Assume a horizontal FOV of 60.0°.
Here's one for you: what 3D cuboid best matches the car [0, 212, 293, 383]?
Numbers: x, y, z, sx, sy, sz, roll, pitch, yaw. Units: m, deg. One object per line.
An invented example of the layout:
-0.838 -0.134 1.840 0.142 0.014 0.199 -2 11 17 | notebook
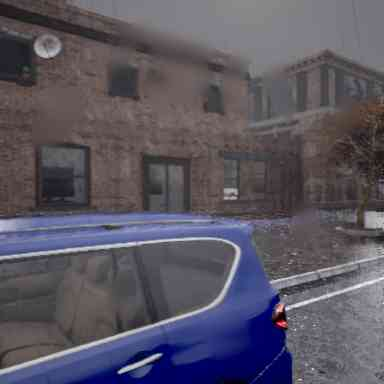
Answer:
-1.722 1.221 2.151 5.566 2.045 2.150 0 0 -36 | car
